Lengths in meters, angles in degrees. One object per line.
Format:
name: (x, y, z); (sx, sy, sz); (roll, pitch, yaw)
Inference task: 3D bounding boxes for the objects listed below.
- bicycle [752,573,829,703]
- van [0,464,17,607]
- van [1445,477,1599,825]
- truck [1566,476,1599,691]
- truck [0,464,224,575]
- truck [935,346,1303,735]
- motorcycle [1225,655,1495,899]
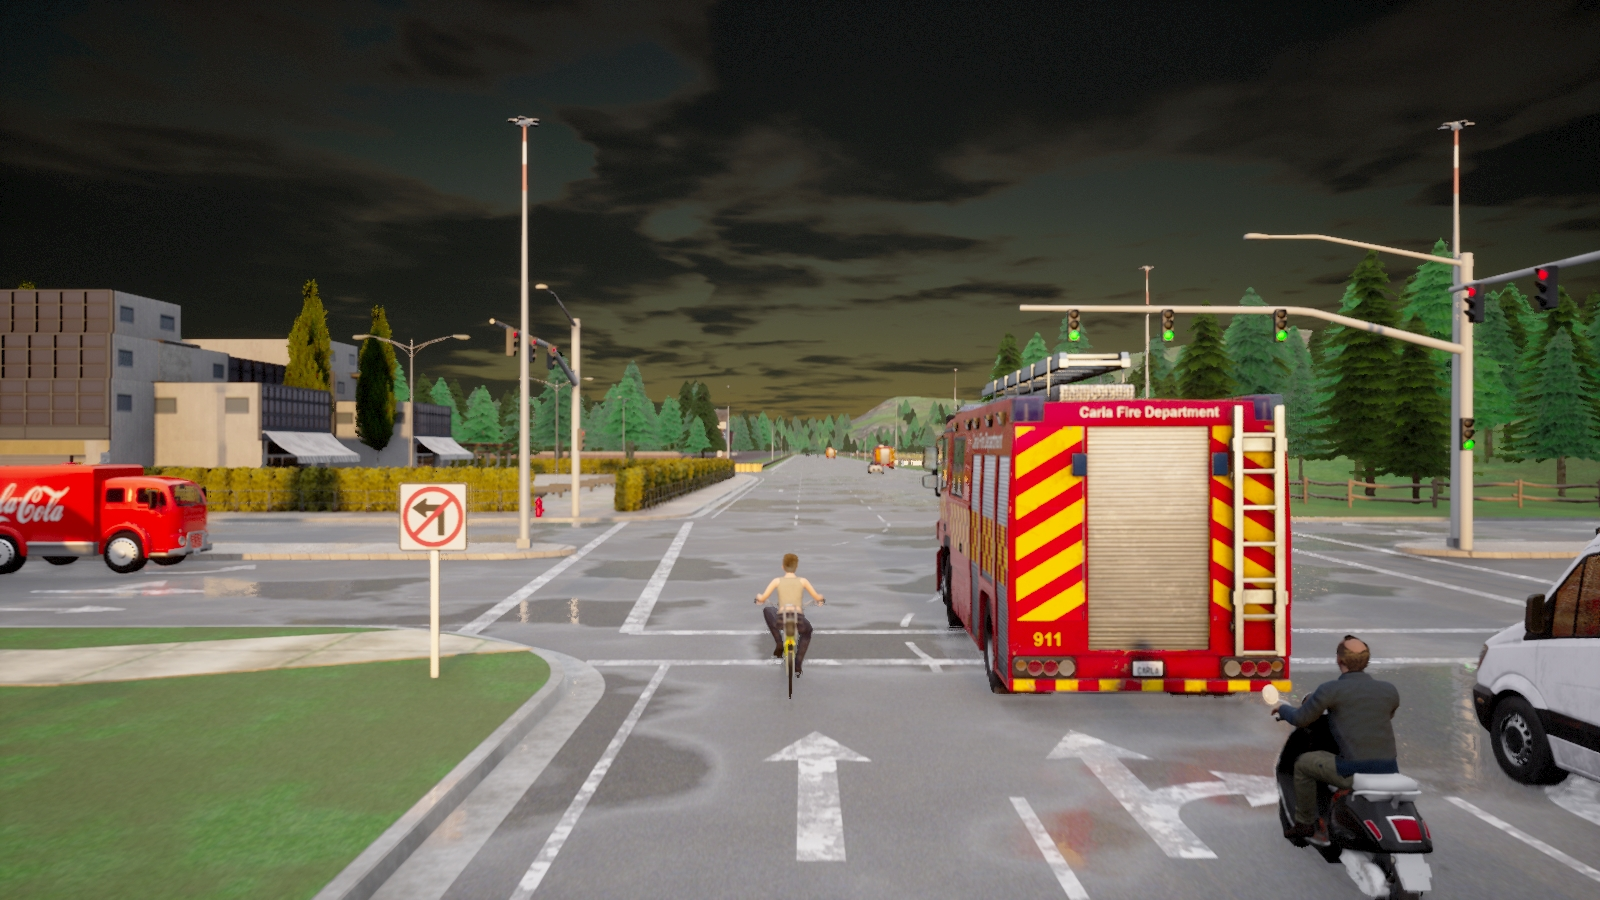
bicycle: (-0.116, 2.162, 13.388); (0.859, 1.276, 1.487); (0, 0, -1)
van: (-17.311, 1.541, 19.925); (5.915, 2.561, 1.988); (0, 0, -1)
van: (7.004, 1.537, 7.684); (1.988, 2.561, 5.915); (0, 0, 0)
truck: (10.535, 1.582, 11.201); (2.627, 2.467, 5.204); (0, 1, 1)
truck: (-16.840, 1.577, 26.933); (5.204, 2.467, 2.627); (0, 0, -1)
truck: (3.642, 0.896, 15.522); (2.891, 3.827, 8.468); (0, 0, 2)
motorcycle: (3.513, 2.145, 7.381); (0.856, 1.316, 1.805); (0, 0, 0)
